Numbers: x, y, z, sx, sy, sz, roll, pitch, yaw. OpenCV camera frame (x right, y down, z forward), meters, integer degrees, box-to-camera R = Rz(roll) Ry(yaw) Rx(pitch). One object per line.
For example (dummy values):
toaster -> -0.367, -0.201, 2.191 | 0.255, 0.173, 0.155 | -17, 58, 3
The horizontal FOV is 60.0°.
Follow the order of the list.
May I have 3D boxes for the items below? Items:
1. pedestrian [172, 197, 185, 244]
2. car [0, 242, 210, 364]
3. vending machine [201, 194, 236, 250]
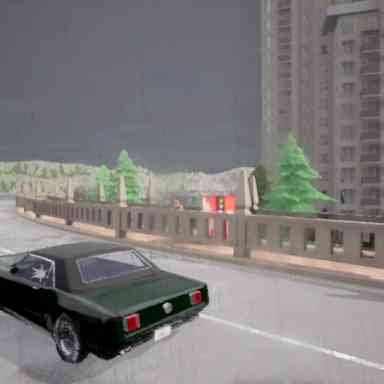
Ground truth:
pedestrian -> -0.569, 1.074, 12.813 | 0.375, 1.860, 0.375 | 0, -1, 42
car -> -2.097, 1.562, 5.832 | 4.718, 1.301, 1.895 | 1, 0, 39
vending machine -> 1.059, 1.136, 13.215 | 0.880, 2.100, 1.100 | 0, 0, 41
